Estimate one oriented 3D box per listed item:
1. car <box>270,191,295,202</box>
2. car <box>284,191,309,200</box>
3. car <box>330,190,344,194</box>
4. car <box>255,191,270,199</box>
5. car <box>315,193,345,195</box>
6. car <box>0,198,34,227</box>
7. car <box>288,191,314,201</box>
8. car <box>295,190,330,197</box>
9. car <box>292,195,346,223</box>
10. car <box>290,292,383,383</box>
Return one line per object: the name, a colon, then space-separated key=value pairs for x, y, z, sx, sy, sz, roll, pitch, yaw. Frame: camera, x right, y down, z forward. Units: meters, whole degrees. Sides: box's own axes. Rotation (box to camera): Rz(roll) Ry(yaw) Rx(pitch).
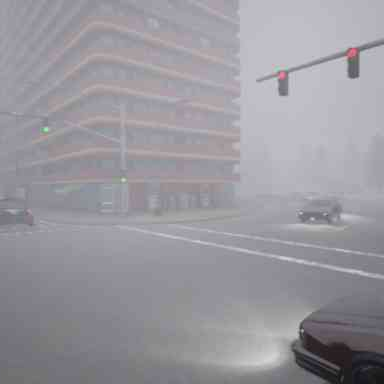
car: x=14.050 y=0.781 z=50.340 sx=1.895 sy=1.301 sz=4.718 roll=0 pitch=1 yaw=-10
car: x=18.697 y=0.550 z=59.734 sx=1.812 sy=1.442 sz=4.674 roll=-1 pitch=1 yaw=-23
car: x=21.085 y=0.496 z=50.056 sx=2.097 sy=1.767 sz=4.553 roll=0 pitch=1 yaw=-8
car: x=13.731 y=0.583 z=62.244 sx=1.994 sy=1.385 sz=4.181 roll=-1 pitch=1 yaw=-30
car: x=12.607 y=1.061 z=30.566 sx=1.895 sy=1.301 sz=4.718 roll=0 pitch=1 yaw=18
car: x=-11.186 y=1.151 z=20.103 sx=2.097 sy=1.767 sz=4.553 roll=-1 pitch=1 yaw=-39
car: x=17.120 y=0.659 z=52.516 sx=1.812 sy=1.442 sz=4.674 roll=-1 pitch=1 yaw=-13
car: x=14.442 y=0.669 z=40.203 sx=2.097 sy=1.767 sz=4.553 roll=0 pitch=1 yaw=3
car: x=8.519 y=1.151 z=21.840 sx=2.033 sy=1.411 sz=5.357 roll=0 pitch=1 yaw=32
car: x=3.431 y=1.498 z=2.292 sx=2.033 sy=1.411 sz=5.357 roll=-1 pitch=1 yaw=-39
